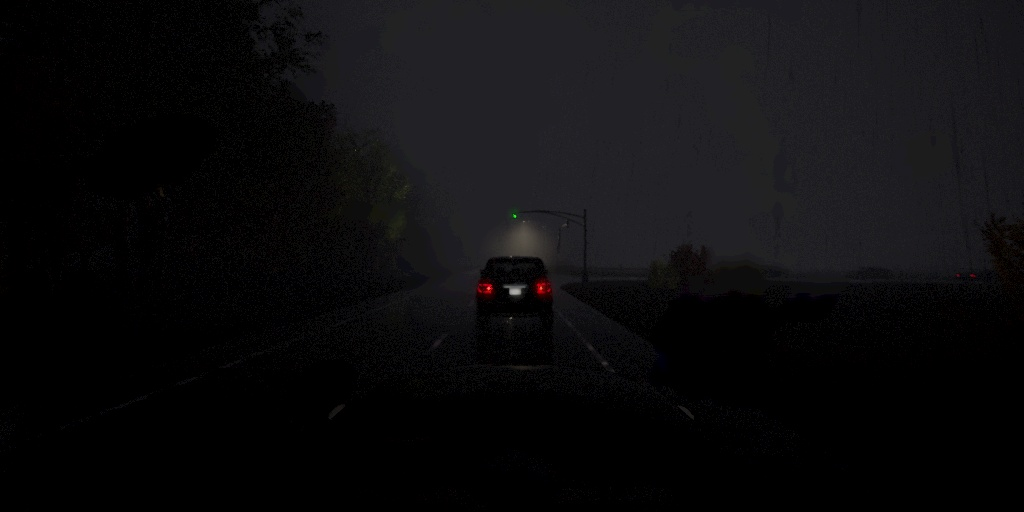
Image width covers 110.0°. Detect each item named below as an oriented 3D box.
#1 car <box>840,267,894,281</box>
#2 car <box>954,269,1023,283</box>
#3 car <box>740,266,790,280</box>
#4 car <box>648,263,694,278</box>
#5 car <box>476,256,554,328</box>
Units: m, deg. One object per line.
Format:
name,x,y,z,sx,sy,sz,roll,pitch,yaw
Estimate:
car,39.605,1.979,40.041,4.902,1.511,2.128,1,-1,0
car,48.508,2.048,36.414,5.357,1.411,2.033,1,-1,0
car,28.204,1.841,40.100,5.008,1.535,1.882,1,-1,0
car,17.746,1.602,40.183,4.553,1.767,2.097,1,-1,1
car,0.096,1.038,11.900,2.150,2.045,5.566,0,-1,0
